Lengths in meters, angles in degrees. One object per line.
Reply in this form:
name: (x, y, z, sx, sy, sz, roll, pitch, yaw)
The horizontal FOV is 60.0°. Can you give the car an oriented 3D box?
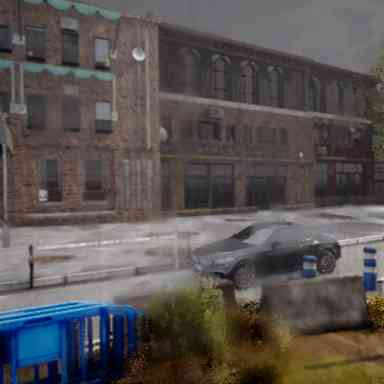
car: (2.213, 1.606, 9.441, 4.674, 1.442, 1.812, -1, 1, -28)
